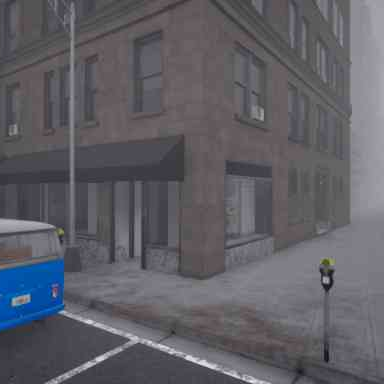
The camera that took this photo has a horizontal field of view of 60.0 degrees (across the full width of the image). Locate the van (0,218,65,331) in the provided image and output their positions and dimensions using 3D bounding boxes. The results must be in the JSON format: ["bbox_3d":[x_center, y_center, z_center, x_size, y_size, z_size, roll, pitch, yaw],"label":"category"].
[{"bbox_3d":[-3.995,1.340,5.926,3.998,1.788,1.690,0,0,35],"label":"van"}]
